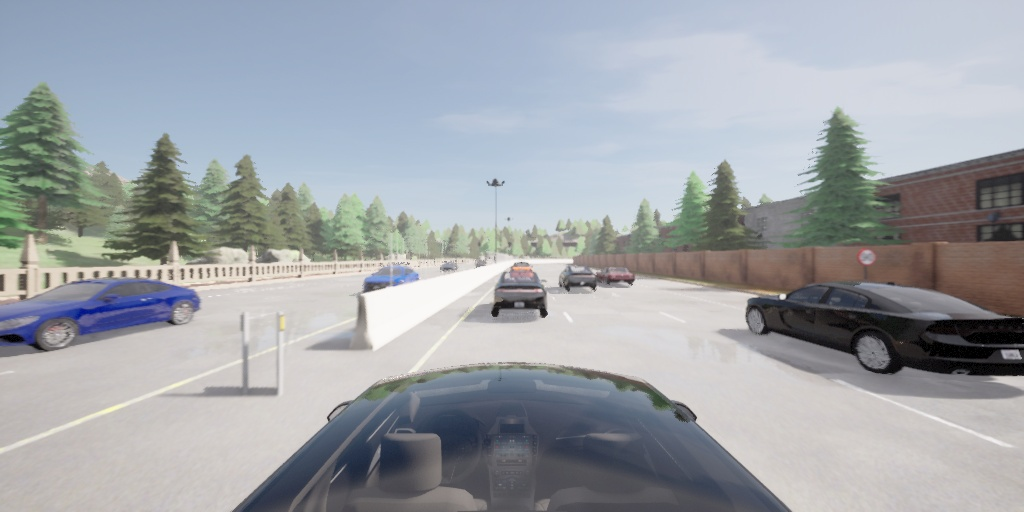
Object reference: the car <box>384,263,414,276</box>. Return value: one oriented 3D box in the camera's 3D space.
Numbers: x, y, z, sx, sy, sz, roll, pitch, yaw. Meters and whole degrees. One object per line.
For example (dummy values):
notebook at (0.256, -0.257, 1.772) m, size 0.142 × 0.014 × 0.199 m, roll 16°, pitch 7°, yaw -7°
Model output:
car at (-13.045, 1.515, 41.542) m, size 1.994 × 1.385 × 4.181 m, roll 0°, pitch 0°, yaw 2°

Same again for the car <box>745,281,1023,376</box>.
car at (7.162, 1.261, 7.592) m, size 1.882 × 1.535 × 5.008 m, roll 0°, pitch 0°, yaw 1°

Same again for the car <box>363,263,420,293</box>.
car at (-6.715, 1.322, 20.471) m, size 1.882 × 1.535 × 5.008 m, roll 0°, pitch 0°, yaw 2°

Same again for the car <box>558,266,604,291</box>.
car at (4.059, 1.352, 22.611) m, size 2.128 × 1.511 × 4.902 m, roll 0°, pitch 0°, yaw 2°

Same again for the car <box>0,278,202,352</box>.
car at (-10.510, 1.310, 9.191) m, size 1.812 × 1.442 × 4.674 m, roll 0°, pitch 0°, yaw 1°

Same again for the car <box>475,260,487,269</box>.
car at (-5.290, 1.483, 62.846) m, size 1.837 × 1.490 × 4.892 m, roll 0°, pitch 0°, yaw 2°

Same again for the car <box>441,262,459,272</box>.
car at (-9.138, 1.563, 53.579) m, size 2.033 × 1.411 × 5.357 m, roll 0°, pitch 0°, yaw 2°

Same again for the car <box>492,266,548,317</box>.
car at (0.293, 1.304, 13.529) m, size 2.128 × 1.511 × 4.902 m, roll 0°, pitch 0°, yaw 1°

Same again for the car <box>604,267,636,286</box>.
car at (7.697, 1.486, 27.077) m, size 1.895 × 1.301 × 4.718 m, roll 0°, pitch 0°, yaw 2°

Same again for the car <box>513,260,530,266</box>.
car at (0.862, 1.261, 32.449) m, size 2.097 × 1.767 × 4.553 m, roll 0°, pitch 0°, yaw 2°
